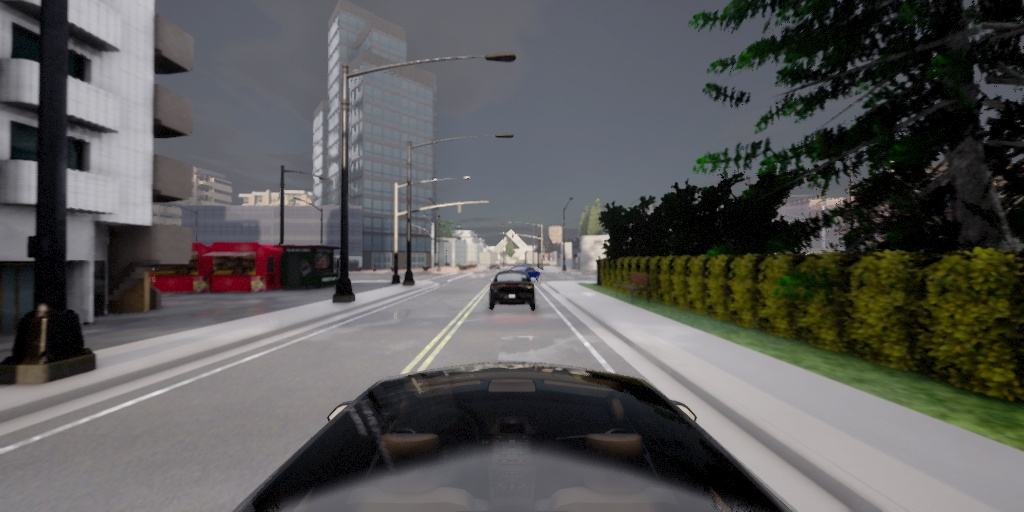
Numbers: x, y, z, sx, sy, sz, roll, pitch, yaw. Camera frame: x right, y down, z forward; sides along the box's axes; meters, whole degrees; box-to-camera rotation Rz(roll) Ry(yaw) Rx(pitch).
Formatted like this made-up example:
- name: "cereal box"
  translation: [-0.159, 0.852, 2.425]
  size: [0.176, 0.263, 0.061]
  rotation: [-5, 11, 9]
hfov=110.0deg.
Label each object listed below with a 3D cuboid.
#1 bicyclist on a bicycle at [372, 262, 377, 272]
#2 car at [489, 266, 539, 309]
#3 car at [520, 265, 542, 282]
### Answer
- name: "bicyclist on a bicycle"
  translation: [-22.004, 1.829, 57.421]
  size: [0.582, 1.620, 1.656]
  rotation: [-1, 0, 0]
- name: "car"
  translation: [0.021, 1.386, 16.080]
  size: [1.882, 1.535, 5.008]
  rotation: [0, 0, 0]
- name: "car"
  translation: [1.050, 1.551, 30.764]
  size: [1.882, 1.535, 5.008]
  rotation: [-1, -1, 23]
